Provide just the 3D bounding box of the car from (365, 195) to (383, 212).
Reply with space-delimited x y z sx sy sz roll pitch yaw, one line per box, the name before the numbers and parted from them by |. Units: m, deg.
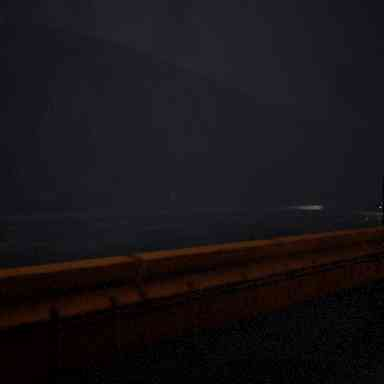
car | 23.425 1.315 40.077 5.566 2.045 2.150 0 0 -27
